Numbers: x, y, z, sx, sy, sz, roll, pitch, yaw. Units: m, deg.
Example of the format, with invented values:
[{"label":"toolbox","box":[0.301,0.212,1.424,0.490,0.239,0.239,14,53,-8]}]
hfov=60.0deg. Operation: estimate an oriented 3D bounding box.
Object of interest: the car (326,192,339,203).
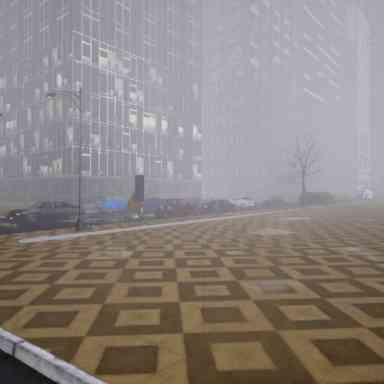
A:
[{"label":"car","box":[21.058,0.840,53.081,2.192,1.841,5.009,1,1,41]}]

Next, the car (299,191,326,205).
[{"label":"car","box":[17.355,0.885,48.764,2.192,1.841,5.009,1,1,41]}]

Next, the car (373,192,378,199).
[{"label":"car","box":[39.575,0.848,74.675,2.008,1.369,4.403,1,1,41]}]

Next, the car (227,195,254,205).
[{"label":"car","box":[7.301,1.148,49.919,1.947,1.339,4.313,1,1,41]}]

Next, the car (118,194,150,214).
[{"label":"car","box":[-4.310,1.238,32.411,1.882,1.535,5.008,0,1,41]}]

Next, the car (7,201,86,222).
[{"label":"car","box":[-10.733,1.388,24.923,2.033,1.411,5.357,0,1,41]}]

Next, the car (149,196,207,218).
[{"label":"car","box":[-1.070,1.240,27.097,1.967,1.590,4.097,1,1,41]}]

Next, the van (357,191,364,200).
[{"label":"van","box":[35.873,0.683,70.354,1.690,1.788,3.998,1,1,41]}]

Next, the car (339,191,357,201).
[{"label":"car","box":[28.575,0.957,61.849,1.752,1.417,4.829,1,1,41]}]

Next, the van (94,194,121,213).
[{"label":"van","box":[-7.603,1.106,32.725,1.690,1.788,3.998,1,1,41]}]

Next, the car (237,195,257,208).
[{"label":"car","box":[5.940,1.202,39.447,1.812,1.442,4.674,0,1,41]}]

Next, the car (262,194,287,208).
[{"label":"car","box":[9.947,1.244,40.131,1.802,1.307,4.206,1,1,41]}]

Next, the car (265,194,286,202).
[{"label":"car","box":[14.709,1.056,58.556,1.947,1.339,4.313,1,1,41]}]

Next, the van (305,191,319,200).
[{"label":"van","box":[25.821,0.695,71.507,1.690,1.788,3.998,1,1,41]}]

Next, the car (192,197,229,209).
[{"label":"car","box":[2.313,1.280,40.119,1.895,1.301,4.718,0,1,41]}]

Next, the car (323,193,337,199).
[{"label":"car","box":[33.227,0.829,80.147,1.947,1.339,4.313,1,1,41]}]

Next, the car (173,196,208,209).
[{"label":"car","box":[-0.112,1.218,41.290,1.887,1.381,4.507,1,1,41]}]

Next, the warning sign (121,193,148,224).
[{"label":"warning sign","box":[-3.582,0.977,20.725,1.300,1.860,1.060,0,0,41]}]

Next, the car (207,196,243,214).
[{"label":"car","box":[2.590,1.320,31.453,1.947,1.339,4.313,1,1,41]}]
